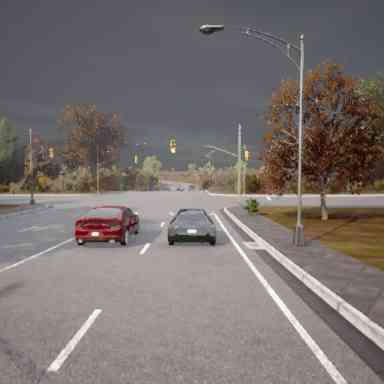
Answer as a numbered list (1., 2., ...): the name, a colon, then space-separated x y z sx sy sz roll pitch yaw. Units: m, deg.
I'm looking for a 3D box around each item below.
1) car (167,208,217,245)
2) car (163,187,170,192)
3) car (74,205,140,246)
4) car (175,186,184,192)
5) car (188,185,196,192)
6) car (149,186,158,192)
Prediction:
1. car: 0.000 1.398 14.512 1.994 1.385 4.181 0 1 0
2. car: -6.998 -0.793 91.275 2.033 1.411 5.357 0 0 0
3. car: -3.499 1.310 14.510 1.882 1.535 5.008 0 1 0
4. car: -3.498 -0.728 87.539 1.895 1.301 4.718 0 0 0
5. car: 0.002 -0.816 87.093 2.128 1.511 4.902 0 0 0
6. car: -10.498 -0.978 91.306 2.097 1.767 4.553 0 0 0
